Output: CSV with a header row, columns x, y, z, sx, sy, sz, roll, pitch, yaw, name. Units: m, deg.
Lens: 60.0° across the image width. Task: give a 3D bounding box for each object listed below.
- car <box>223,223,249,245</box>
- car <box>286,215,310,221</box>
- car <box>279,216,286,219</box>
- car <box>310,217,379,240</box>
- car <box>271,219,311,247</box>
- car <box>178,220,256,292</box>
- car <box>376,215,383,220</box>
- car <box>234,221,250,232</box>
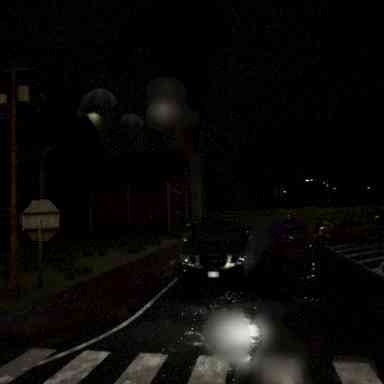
x,y,z,sx,sy,sz,roll,pitch,yaw,name
3.682,3.332,26.988,1.837,1.490,4.892,-3,-4,10,car
13.593,3.648,39.424,3.866,1.878,1.905,-3,-4,10,car
17.840,5.363,63.194,4.611,1.667,2.242,-3,-4,10,car
11.798,2.949,26.066,4.193,1.474,1.816,-3,-4,10,car
6.649,2.910,23.138,1.882,1.535,5.008,-3,-4,10,car
1.031,2.050,11.720,2.150,2.045,5.566,-3,-4,10,car
28.417,3.625,47.155,4.605,1.855,1.932,-3,-4,10,car
6.755,4.562,44.400,1.895,1.301,4.718,-3,-4,10,car
